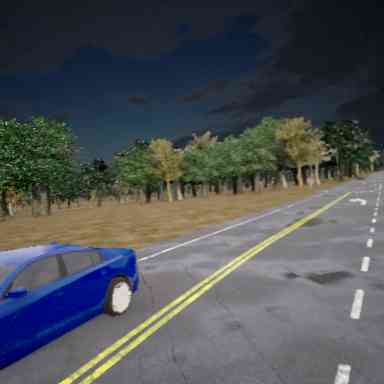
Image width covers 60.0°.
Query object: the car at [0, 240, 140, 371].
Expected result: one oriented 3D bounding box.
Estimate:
[{"bbox_3d":[-2.826,1.695,5.388,1.882,1.535,5.008,-5,0,25],"label":"car"}]
